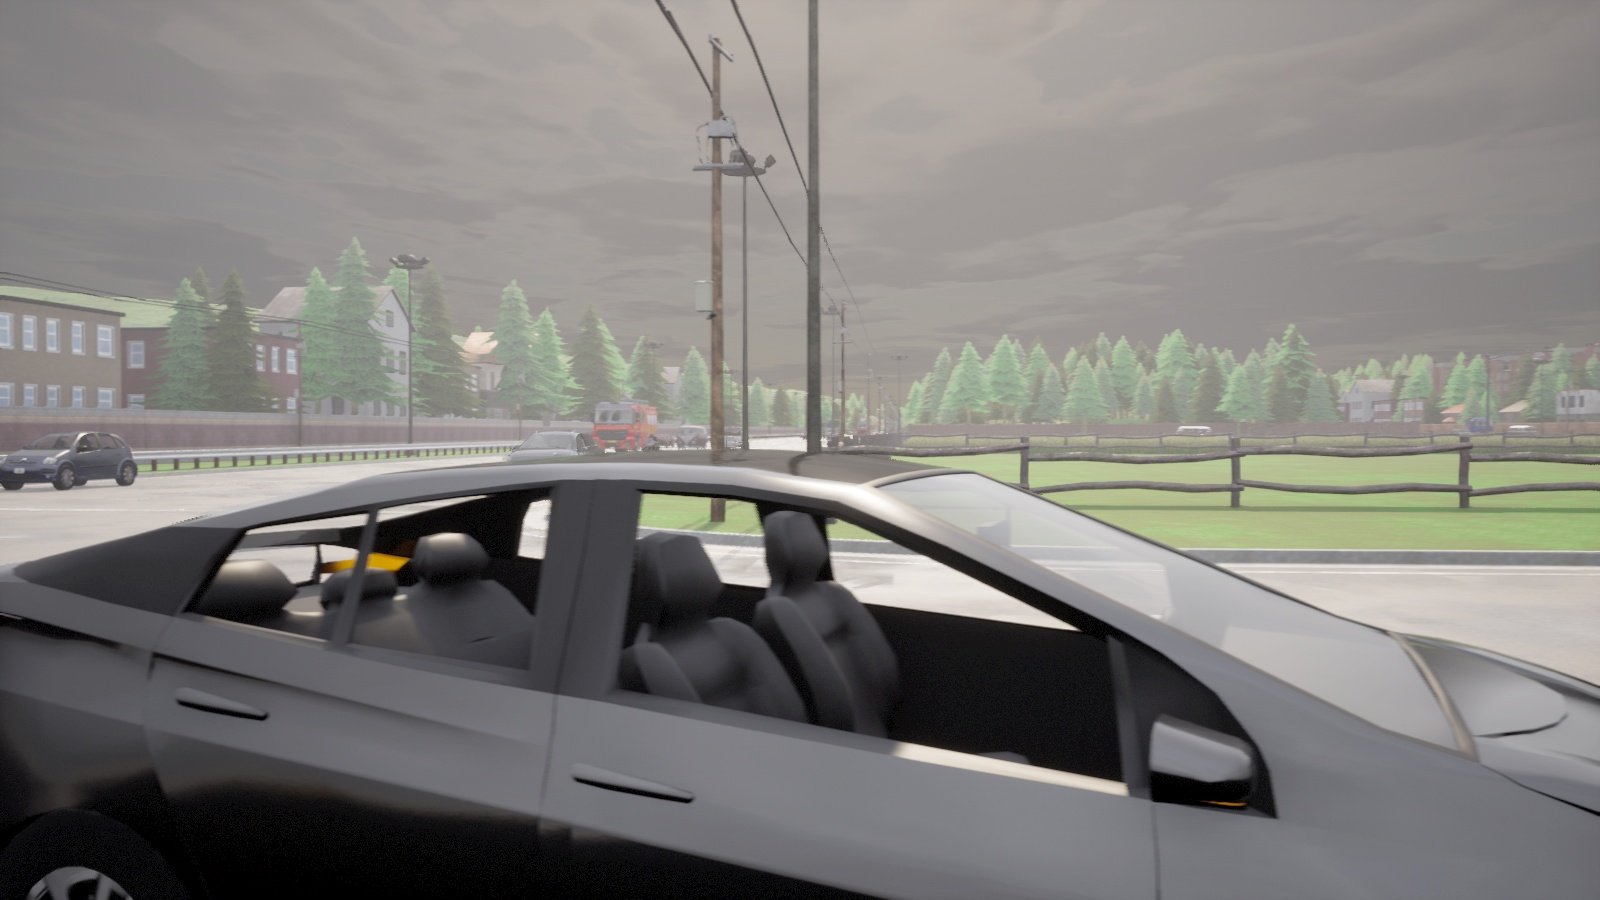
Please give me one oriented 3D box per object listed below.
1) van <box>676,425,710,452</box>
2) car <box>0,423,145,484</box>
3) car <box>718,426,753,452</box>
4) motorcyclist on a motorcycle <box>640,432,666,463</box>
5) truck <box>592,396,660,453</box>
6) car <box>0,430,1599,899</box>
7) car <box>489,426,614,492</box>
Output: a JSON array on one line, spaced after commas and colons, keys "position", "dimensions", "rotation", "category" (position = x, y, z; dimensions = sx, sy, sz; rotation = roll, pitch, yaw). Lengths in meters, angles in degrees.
[{"position": [-8.098, -0.915, 95.404], "dimensions": [1.775, 1.987, 4.442], "rotation": [0, 1, 5], "category": "van"}, {"position": [-20.597, 0.070, 35.478], "dimensions": [1.851, 1.617, 3.988], "rotation": [0, 1, 5], "category": "car"}, {"position": [-4.768, -0.802, 93.388], "dimensions": [1.932, 1.855, 4.605], "rotation": [0, 1, 5], "category": "car"}, {"position": [-7.467, -0.151, 63.833], "dimensions": [0.866, 1.530, 2.191], "rotation": [0, 1, 5], "category": "motorcyclist on a motorcycle"}, {"position": [-12.209, -1.756, 88.793], "dimensions": [2.891, 3.827, 8.468], "rotation": [0, 1, 5], "category": "truck"}, {"position": [0.030, 0.725, 3.143], "dimensions": [4.514, 1.525, 2.007], "rotation": [1, 1, 20], "category": "car"}, {"position": [-6.656, 0.199, 34.209], "dimensions": [2.033, 1.649, 4.856], "rotation": [0, 1, 5], "category": "car"}]
